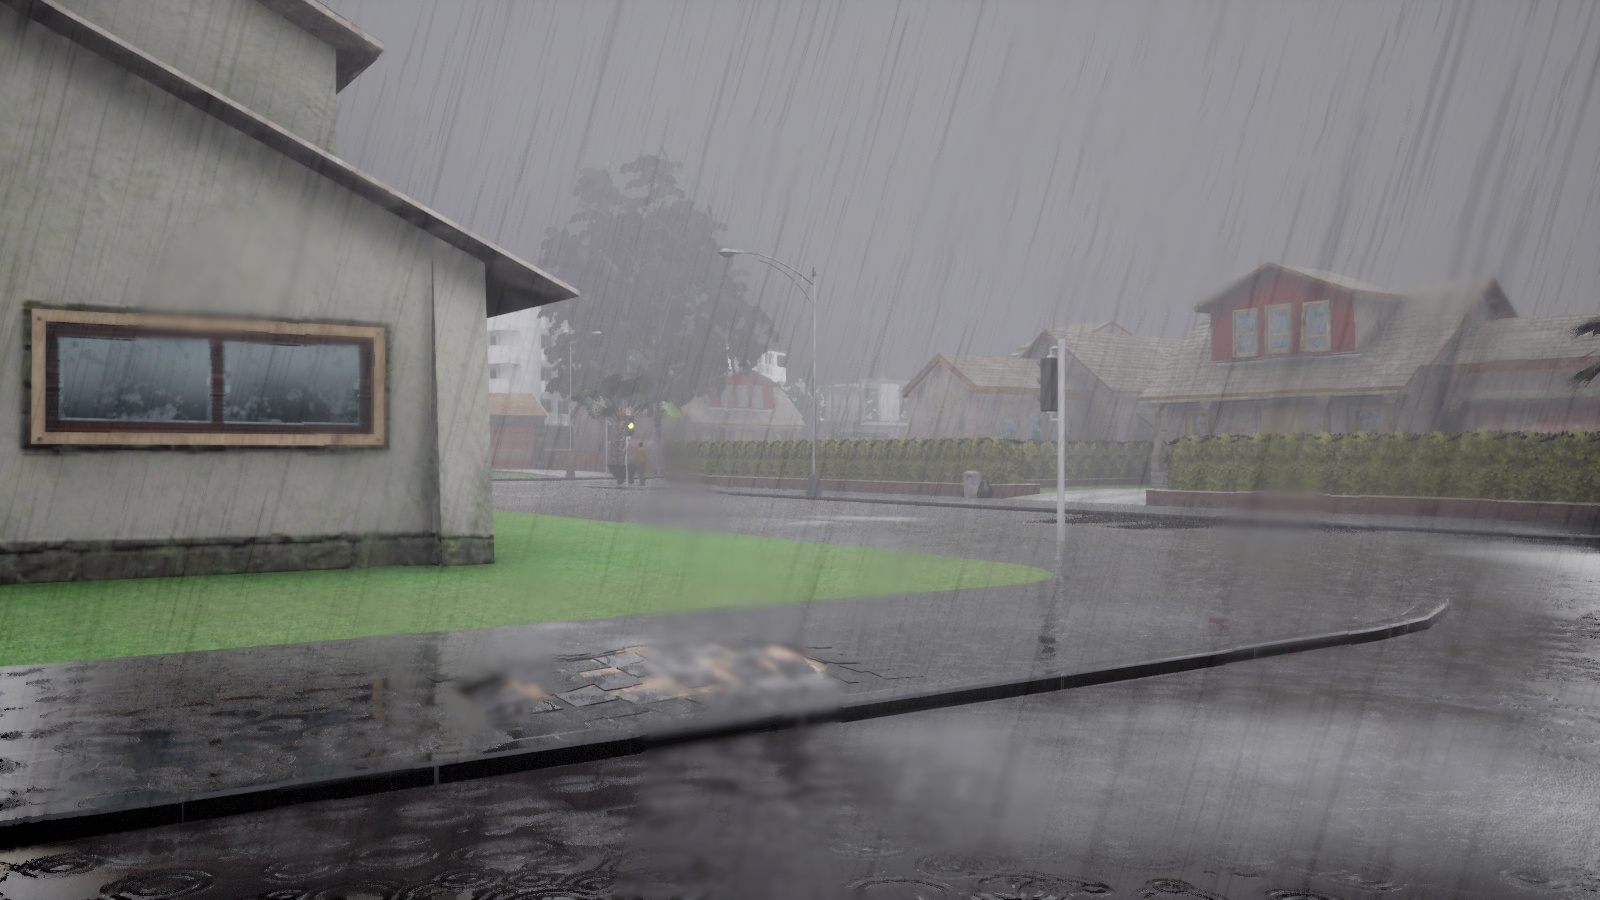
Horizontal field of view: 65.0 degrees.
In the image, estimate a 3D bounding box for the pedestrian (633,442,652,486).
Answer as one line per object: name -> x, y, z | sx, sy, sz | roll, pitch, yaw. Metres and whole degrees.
pedestrian -> -6.607, 0.598, 52.661 | 0.431, 1.840, 0.709 | 0, 0, -43
